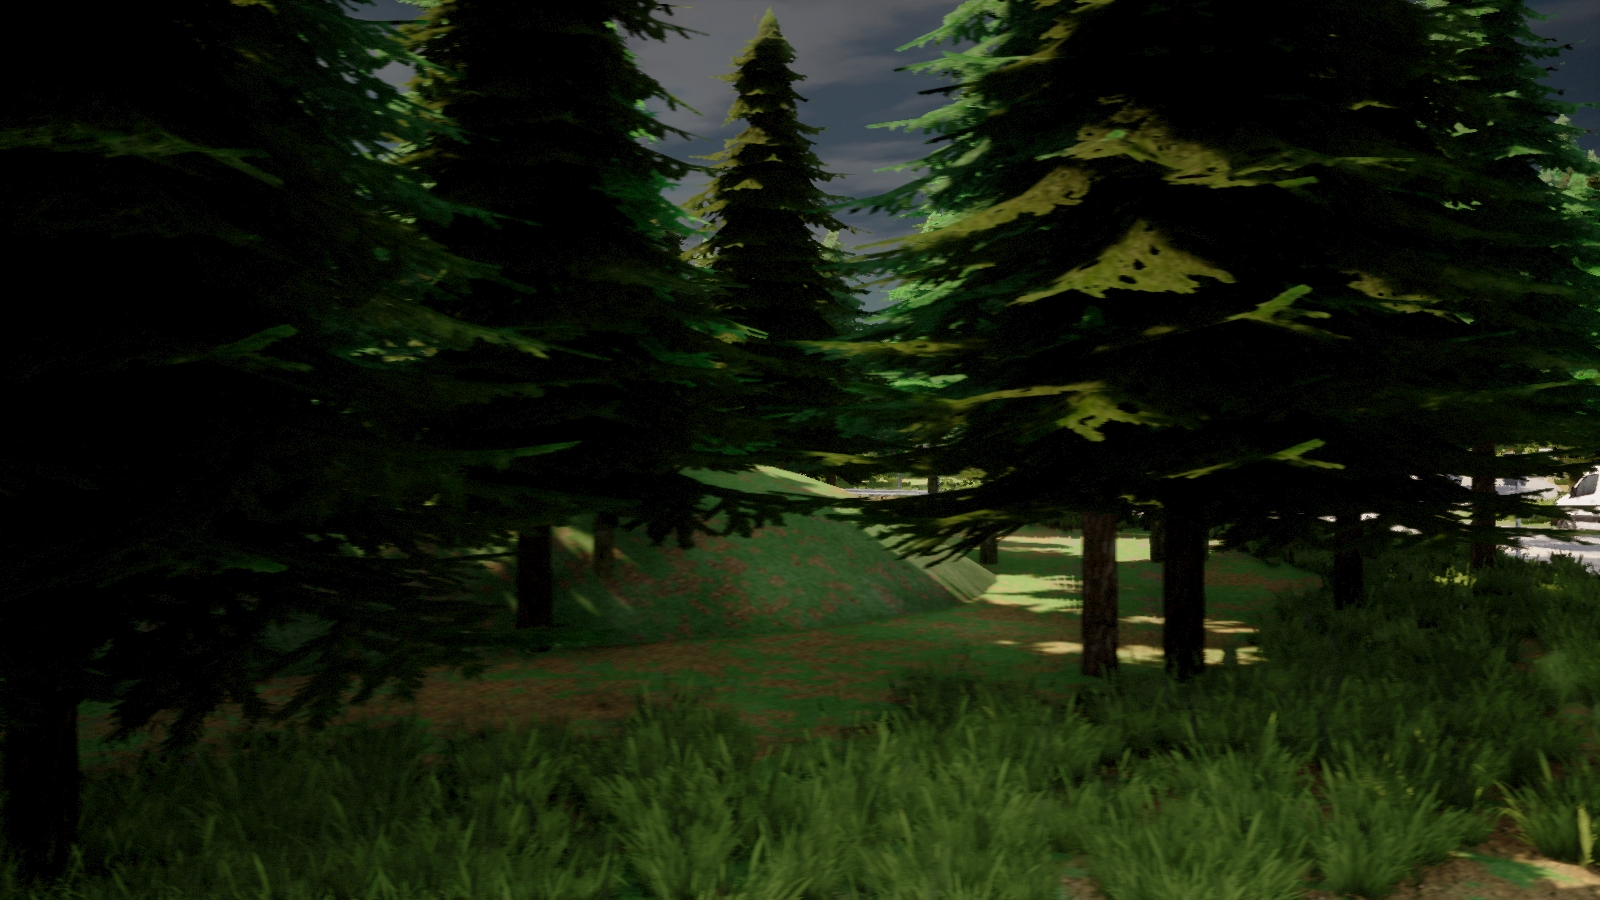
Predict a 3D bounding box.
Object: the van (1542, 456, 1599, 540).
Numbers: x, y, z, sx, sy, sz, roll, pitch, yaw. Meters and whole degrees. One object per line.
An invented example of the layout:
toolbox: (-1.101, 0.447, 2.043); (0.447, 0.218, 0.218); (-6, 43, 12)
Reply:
van: (25.716, 1.494, 34.880); (1.988, 2.561, 5.915); (0, 0, -3)
